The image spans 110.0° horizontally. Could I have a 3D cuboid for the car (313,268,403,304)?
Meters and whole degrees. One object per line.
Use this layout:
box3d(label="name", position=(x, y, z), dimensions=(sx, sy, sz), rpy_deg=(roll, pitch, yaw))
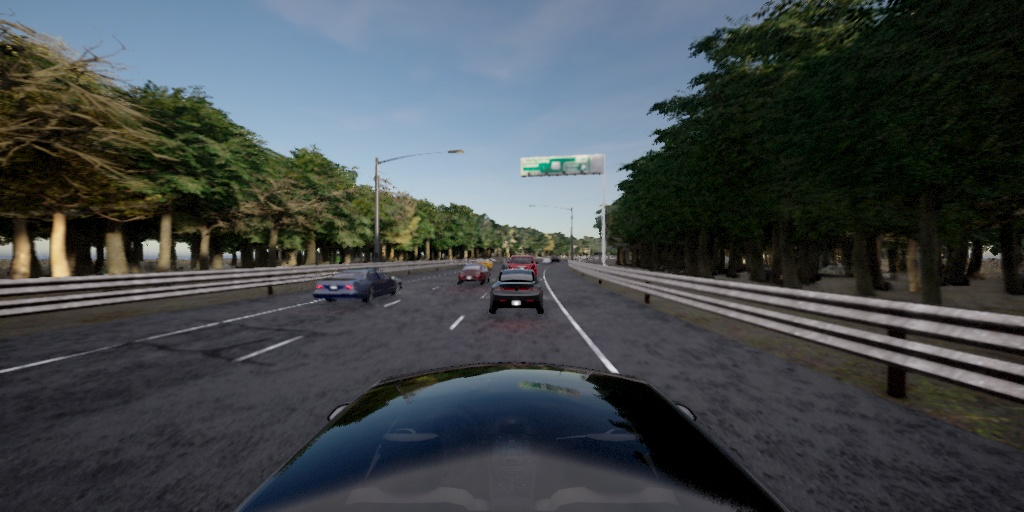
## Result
box3d(label="car", position=(-6.748, 1.266, 16.338), dimensions=(2.033, 1.411, 5.357), rpy_deg=(1, 0, 3))

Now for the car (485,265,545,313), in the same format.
box3d(label="car", position=(0.211, 1.256, 13.927), dimensions=(1.837, 1.490, 4.892), rpy_deg=(0, 0, 2))

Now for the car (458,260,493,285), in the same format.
box3d(label="car", position=(-2.681, 1.267, 26.070), dimensions=(1.812, 1.442, 4.674), rpy_deg=(0, 0, 4))

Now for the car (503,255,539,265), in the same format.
box3d(label="car", position=(0.836, 0.970, 27.378), dimensions=(2.150, 2.045, 5.566), rpy_deg=(0, 0, 4))
